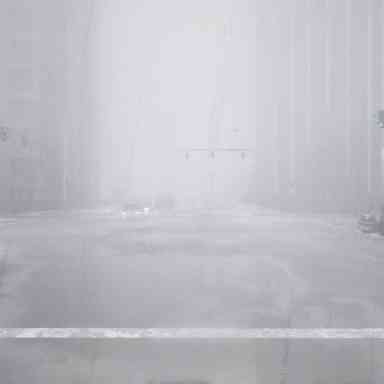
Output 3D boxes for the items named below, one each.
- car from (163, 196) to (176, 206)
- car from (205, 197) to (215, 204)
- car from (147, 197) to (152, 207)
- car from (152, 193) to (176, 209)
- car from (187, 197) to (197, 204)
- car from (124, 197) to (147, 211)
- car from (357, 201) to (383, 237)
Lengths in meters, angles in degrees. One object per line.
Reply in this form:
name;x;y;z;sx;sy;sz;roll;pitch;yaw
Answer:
car;-3.636;1.477;54.342;1.882;1.535;5.008;0;0;0
car;3.433;1.601;65.003;1.895;1.301;4.718;0;0;0
car;-7.139;1.491;50.739;2.128;1.511;4.902;0;0;0
car;-3.644;1.221;44.346;2.150;2.045;5.566;0;0;0
car;-0.067;1.601;65.539;1.895;1.301;4.718;0;0;0
car;-7.141;1.477;41.252;1.882;1.535;5.008;0;0;0
car;11.080;1.352;17.058;4.553;1.767;2.097;0;0;-1
